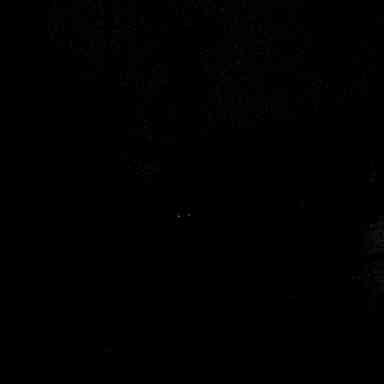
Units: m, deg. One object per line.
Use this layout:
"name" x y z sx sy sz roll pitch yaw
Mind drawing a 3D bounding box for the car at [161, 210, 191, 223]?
"car" -2.064 3.022 42.134 2.097 1.767 4.553 0 -5 -36
